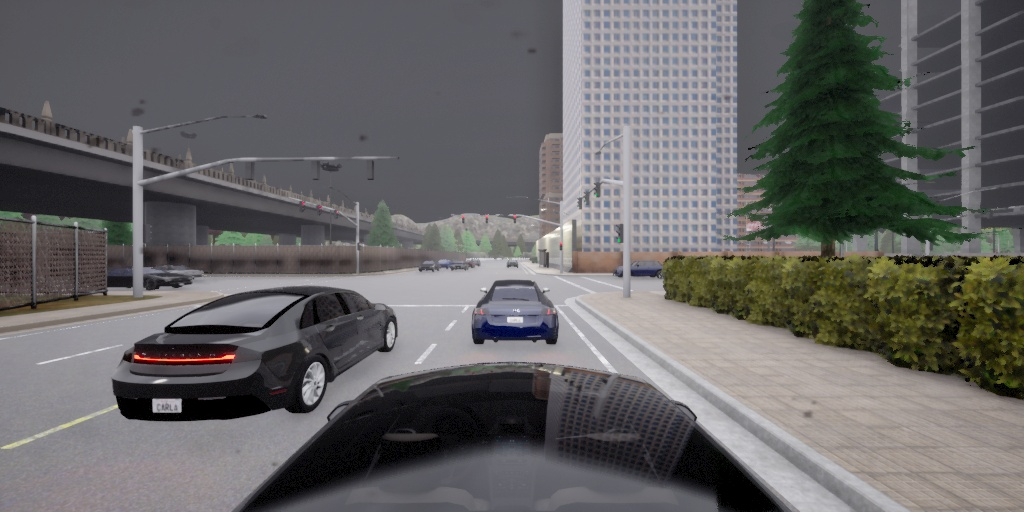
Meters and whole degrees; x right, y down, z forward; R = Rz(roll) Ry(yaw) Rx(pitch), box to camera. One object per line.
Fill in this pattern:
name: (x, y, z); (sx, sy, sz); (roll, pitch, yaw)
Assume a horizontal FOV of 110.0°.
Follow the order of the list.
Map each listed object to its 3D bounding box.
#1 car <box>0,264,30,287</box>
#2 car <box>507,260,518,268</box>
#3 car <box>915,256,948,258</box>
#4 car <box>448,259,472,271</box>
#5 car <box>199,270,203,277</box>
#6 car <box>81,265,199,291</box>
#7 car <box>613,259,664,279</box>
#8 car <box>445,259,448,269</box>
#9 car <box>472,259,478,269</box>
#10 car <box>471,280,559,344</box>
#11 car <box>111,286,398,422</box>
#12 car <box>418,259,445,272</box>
car: (-33.332, 1.027, 22.052); (5.566, 2.045, 2.150); (0, 0, 0)
car: (0.086, 1.350, 62.920); (1.895, 1.301, 4.718); (0, 0, 0)
car: (37.434, 1.022, 32.818); (5.566, 2.045, 2.150); (0, 0, 0)
car: (-7.095, 1.314, 49.184); (1.994, 1.385, 4.181); (0, 0, 0)
car: (-28.274, 1.406, 29.265); (4.718, 1.301, 1.895); (0, 0, 0)
car: (-23.005, 1.353, 22.075); (5.357, 1.411, 2.033); (0, 0, 0)
car: (11.637, 1.157, 32.856); (4.553, 1.767, 2.097); (0, 0, 0)
car: (-10.599, 1.227, 55.881); (1.882, 1.535, 5.008); (0, 0, 0)
car: (-7.094, 1.351, 57.938); (1.895, 1.301, 4.718); (0, 0, 0)
car: (0.077, 1.314, 9.564); (1.994, 1.385, 4.181); (0, 0, 0)
car: (-3.441, 1.255, 6.020); (1.837, 1.490, 4.892); (0, 0, 0)
car: (-10.602, 1.297, 46.431); (2.033, 1.411, 5.357); (0, 0, 0)
